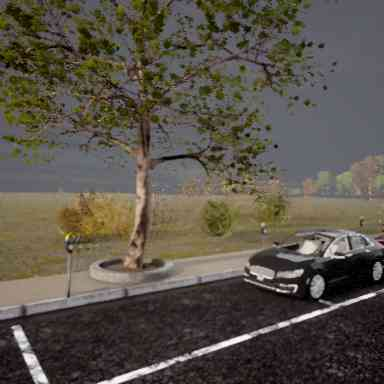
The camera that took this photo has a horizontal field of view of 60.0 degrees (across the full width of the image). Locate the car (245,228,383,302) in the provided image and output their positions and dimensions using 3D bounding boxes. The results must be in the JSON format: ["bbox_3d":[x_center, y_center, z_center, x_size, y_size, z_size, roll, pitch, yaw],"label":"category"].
[{"bbox_3d":[3.254,1.635,8.416,4.403,1.369,2.008,1,0,-36],"label":"car"}]
